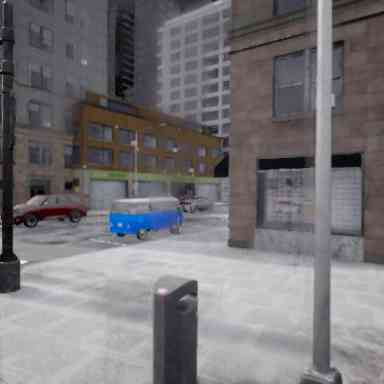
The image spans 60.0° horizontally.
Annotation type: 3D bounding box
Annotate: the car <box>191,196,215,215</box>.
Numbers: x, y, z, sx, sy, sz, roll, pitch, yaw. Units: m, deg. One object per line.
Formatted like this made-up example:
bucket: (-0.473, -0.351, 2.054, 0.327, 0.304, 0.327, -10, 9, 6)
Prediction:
car: (0.134, 1.203, 29.122, 1.994, 1.385, 4.181, 1, 1, 35)

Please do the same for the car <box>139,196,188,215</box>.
car: (-2.490, 1.169, 30.014, 1.887, 1.381, 4.507, 2, 2, 35)

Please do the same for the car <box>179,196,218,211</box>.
car: (0.764, 1.120, 34.584, 1.947, 1.339, 4.313, 2, 2, 35)

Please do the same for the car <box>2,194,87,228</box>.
car: (-8.996, 1.078, 20.872, 2.192, 1.841, 5.009, 2, 2, 35)

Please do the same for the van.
van: (-2.053, 1.182, 15.928, 1.690, 1.788, 3.998, 1, 2, 35)
